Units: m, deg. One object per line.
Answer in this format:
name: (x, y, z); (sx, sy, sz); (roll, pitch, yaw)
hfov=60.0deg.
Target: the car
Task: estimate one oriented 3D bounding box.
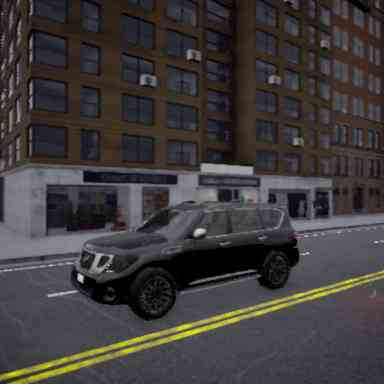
car: (0.178, 1.274, 7.810); (5.566, 2.045, 2.150); (1, -1, -36)
